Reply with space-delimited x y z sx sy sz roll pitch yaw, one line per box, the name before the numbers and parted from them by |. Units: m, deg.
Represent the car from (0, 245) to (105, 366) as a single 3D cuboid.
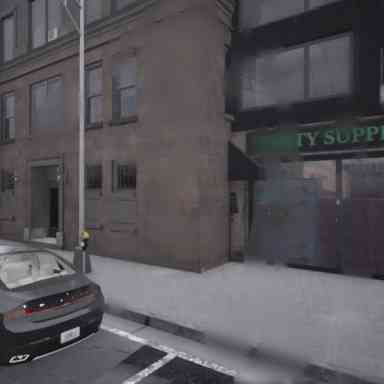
car | -3.297 1.550 5.428 4.403 1.369 2.008 0 0 35
